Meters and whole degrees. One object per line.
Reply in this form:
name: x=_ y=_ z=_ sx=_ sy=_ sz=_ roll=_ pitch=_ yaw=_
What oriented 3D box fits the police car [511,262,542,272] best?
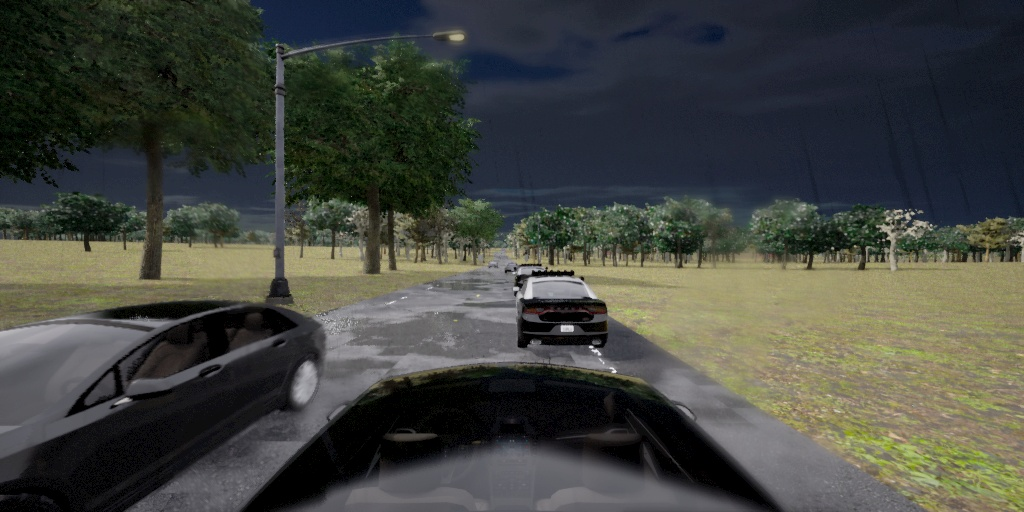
police car: x=1.051 y=1.219 z=19.406 sx=1.930 sy=1.638 sz=5.238 roll=0 pitch=0 yaw=0

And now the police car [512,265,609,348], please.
police car: x=1.050 y=1.183 z=9.401 sx=1.930 sy=1.638 sz=5.238 roll=0 pitch=0 yaw=0

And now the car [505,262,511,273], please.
car: x=0.027 y=1.571 z=47.843 sx=1.994 sy=1.385 sz=4.181 roll=0 pitch=0 yaw=0

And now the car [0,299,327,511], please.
car: x=-3.600 y=1.255 z=3.299 sx=1.837 sy=1.490 sz=4.892 roll=0 pitch=0 yaw=0
